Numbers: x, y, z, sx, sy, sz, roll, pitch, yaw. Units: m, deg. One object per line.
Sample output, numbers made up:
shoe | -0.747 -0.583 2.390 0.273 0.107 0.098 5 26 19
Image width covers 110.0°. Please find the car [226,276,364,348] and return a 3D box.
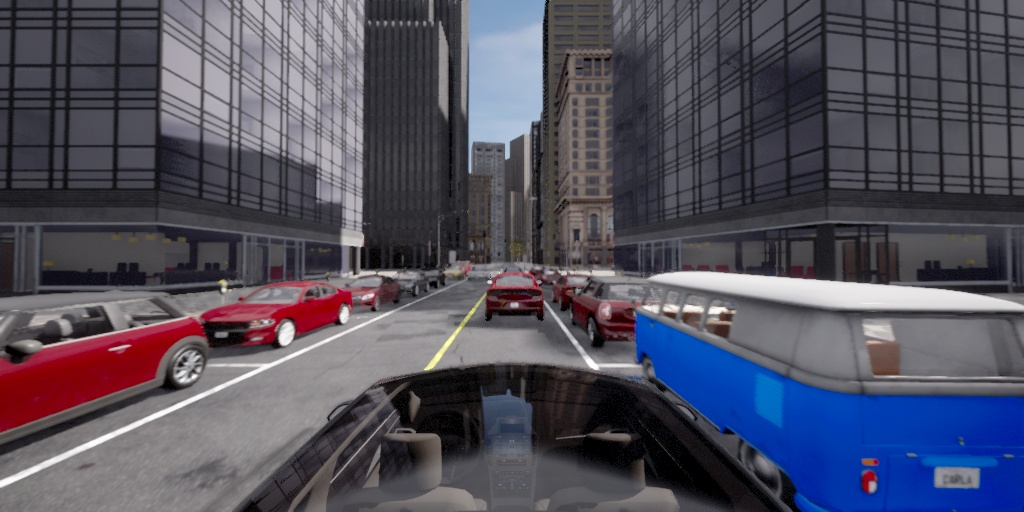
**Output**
car | -5.857 1.363 9.462 1.888 1.381 4.507 0 0 0

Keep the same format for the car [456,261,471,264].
car | -5.858 1.489 42.214 2.192 1.841 5.009 0 0 0

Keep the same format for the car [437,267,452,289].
car | -5.858 1.548 25.838 1.948 1.339 4.313 0 0 0

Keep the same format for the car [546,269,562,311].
car | 2.668 1.414 14.916 1.888 1.381 4.507 0 0 0

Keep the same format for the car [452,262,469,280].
car | -5.858 1.633 36.585 1.751 1.417 4.829 0 0 0

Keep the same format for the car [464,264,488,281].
car | -3.094 1.677 34.169 1.895 1.301 4.718 0 -1 0

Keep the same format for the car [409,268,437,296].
car | -5.857 1.475 20.380 2.007 1.370 4.403 0 0 0

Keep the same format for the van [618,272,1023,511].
van | 2.668 1.110 3.998 1.690 1.789 3.998 0 0 0

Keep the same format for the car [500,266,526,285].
car | 0.092 1.596 30.390 1.994 1.385 4.181 0 -1 0

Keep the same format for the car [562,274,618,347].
car | 2.668 1.257 9.457 1.967 1.591 4.097 0 0 0

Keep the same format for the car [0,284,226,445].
car | -5.857 1.209 4.004 1.967 1.591 4.097 0 0 0

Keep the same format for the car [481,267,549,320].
car | 0.088 1.330 13.192 1.882 1.535 5.008 0 0 0

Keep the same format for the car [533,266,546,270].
car | 2.668 1.564 25.834 1.802 1.307 4.207 0 0 0

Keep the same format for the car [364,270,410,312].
car | -5.858 1.452 14.921 1.802 1.307 4.207 0 0 0
